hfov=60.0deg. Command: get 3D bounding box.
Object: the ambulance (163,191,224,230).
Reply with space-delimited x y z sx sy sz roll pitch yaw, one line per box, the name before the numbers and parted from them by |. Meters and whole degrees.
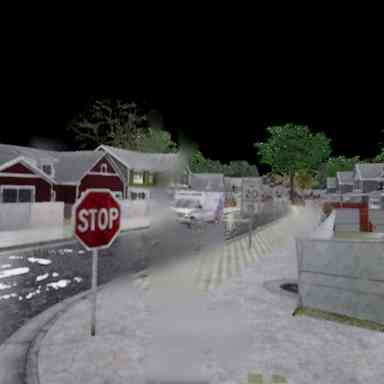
ambulance | 0.252 1.183 23.625 2.351 2.431 6.366 2 0 24
